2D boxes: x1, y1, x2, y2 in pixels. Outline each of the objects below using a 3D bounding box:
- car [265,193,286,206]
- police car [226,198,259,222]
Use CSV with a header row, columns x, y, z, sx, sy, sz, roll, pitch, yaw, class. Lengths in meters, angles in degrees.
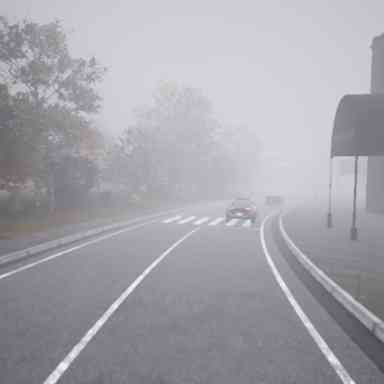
x,y,z,sx,sy,sz,roll,pitch,yaw,class
10.362,0.852,41.049,1.882,1.535,5.008,2,2,25,car
3.699,1.230,23.781,2.038,1.542,4.974,2,1,15,police car
